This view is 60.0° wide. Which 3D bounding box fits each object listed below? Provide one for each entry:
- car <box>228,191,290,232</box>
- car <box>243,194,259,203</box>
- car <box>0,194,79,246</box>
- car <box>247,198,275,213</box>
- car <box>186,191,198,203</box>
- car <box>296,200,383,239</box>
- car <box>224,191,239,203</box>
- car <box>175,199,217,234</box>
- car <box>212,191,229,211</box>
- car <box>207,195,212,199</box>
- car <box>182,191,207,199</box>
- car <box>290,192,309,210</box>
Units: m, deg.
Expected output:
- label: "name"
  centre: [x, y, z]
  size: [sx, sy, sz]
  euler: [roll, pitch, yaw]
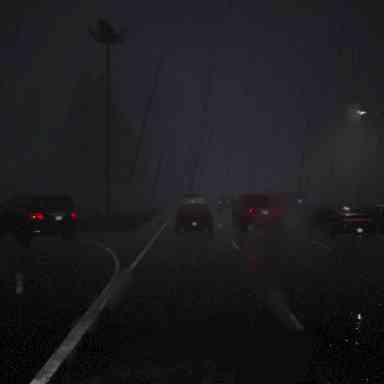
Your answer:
- label: "car"
  centre: [3.616, 1.096, 19.064]
  size: [2.150, 2.045, 5.566]
  euler: [0, 0, 0]
- label: "car"
  centre: [10.565, 1.100, 60.187]
  size: [2.128, 1.511, 4.902]
  euler: [0, 1, 0]
- label: "car"
  centre: [-7.250, 1.122, 15.159]
  size: [5.566, 2.045, 2.150]
  euler: [0, 0, 44]
- label: "car"
  centre: [7.128, 1.374, 34.693]
  size: [1.895, 1.301, 4.718]
  euler: [0, 0, 0]
- label: "car"
  centre: [0.055, 0.831, 60.176]
  size: [2.150, 2.045, 5.566]
  euler: [0, 1, 0]
- label: "car"
  centre: [7.113, 1.383, 16.499]
  size: [2.128, 1.511, 4.902]
  euler: [0, 0, 0]
- label: "car"
  centre: [7.053, 0.832, 59.964]
  size: [2.150, 2.045, 5.566]
  euler: [0, 1, 0]
- label: "car"
  centre: [0.115, 1.357, 18.376]
  size: [1.882, 1.535, 5.008]
  euler: [0, 0, 0]
- label: "car"
  centre: [3.629, 1.117, 35.948]
  size: [2.097, 1.767, 4.553]
  euler: [0, 0, 0]
- label: "car"
  centre: [3.567, 1.199, 61.565]
  size: [1.895, 1.301, 4.718]
  euler: [0, 0, 0]
- label: "car"
  centre: [0.129, 0.991, 35.283]
  size: [2.150, 2.045, 5.566]
  euler: [0, 0, 0]
- label: "car"
  centre: [10.629, 0.990, 35.404]
  size: [2.150, 2.045, 5.566]
  euler: [0, 0, 0]
